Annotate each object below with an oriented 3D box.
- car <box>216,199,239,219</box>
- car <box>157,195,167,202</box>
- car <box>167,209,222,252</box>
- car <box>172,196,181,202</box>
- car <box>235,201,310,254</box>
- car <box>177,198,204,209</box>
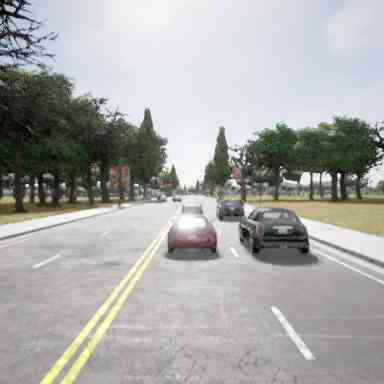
[{"bbox_3d":[3.267,1.410,29.056,2.097,1.767,4.553,0,0,0],"label":"car"},{"bbox_3d":[-6.468,1.480,71.767,2.128,1.511,4.902,0,0,0],"label":"car"},{"bbox_3d":[0.014,1.643,14.313,1.994,1.385,4.181,0,0,0],"label":"car"},{"bbox_3d":[-3.218,1.507,71.766,1.994,1.385,4.181,0,0,0],"label":"car"},{"bbox_3d":[3.260,1.429,14.070,2.097,1.767,4.553,0,0,0],"label":"car"},{"bbox_3d":[0.018,1.552,29.278,2.128,1.511,4.902,0,0,0],"label":"car"}]
